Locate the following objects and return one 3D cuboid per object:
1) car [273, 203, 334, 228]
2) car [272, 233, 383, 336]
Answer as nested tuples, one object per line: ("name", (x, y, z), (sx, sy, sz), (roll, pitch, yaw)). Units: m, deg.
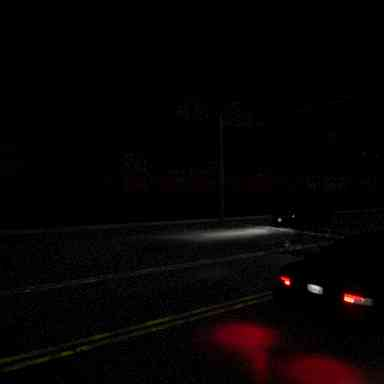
("car", (7.473, 1.490, 22.210), (4.902, 1.511, 2.128), (0, 0, -35))
("car", (3.951, 1.547, 6.587), (5.357, 1.411, 2.033), (0, 0, -35))
